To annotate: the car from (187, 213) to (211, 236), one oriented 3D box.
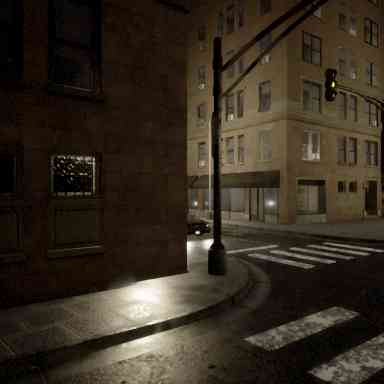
[{"bbox_3d":[-1.278,1.515,17.773,2.033,1.411,5.357,0,0,-36],"label":"car"}]
